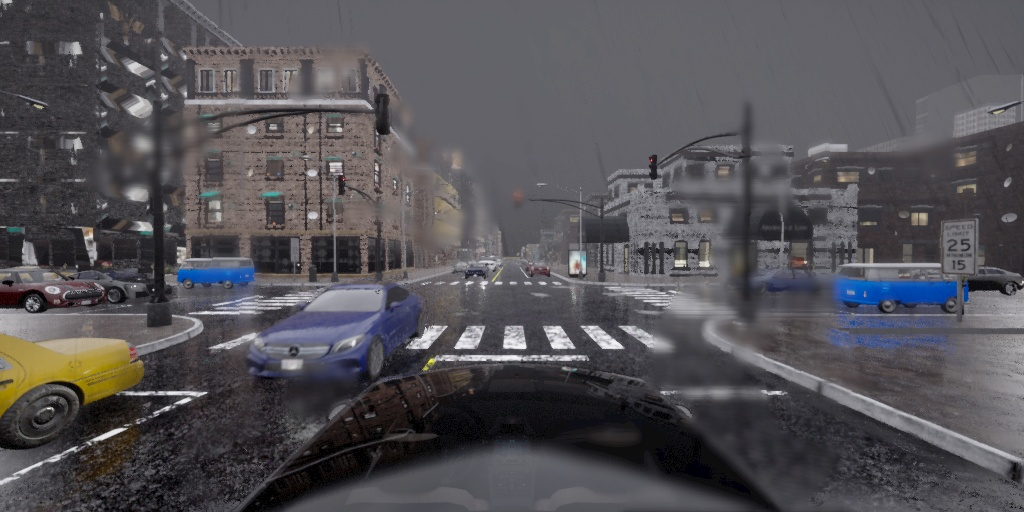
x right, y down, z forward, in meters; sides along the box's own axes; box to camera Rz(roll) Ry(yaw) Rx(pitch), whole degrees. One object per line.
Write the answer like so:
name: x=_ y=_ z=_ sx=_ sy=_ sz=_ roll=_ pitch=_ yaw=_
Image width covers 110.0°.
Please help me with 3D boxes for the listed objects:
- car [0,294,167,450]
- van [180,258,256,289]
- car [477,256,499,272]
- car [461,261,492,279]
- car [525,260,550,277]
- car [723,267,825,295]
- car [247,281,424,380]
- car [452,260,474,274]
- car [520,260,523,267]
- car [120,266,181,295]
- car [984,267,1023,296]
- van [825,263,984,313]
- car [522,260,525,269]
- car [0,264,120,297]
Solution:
car: x=-5.692 y=1.275 z=2.573 sx=1.751 sy=1.417 sz=4.829 roll=0 pitch=0 yaw=0
van: x=-17.793 y=1.030 z=21.632 sx=3.998 sy=1.789 sz=1.690 roll=0 pitch=0 yaw=-1
car: x=-3.162 y=0.980 z=45.891 sx=2.150 sy=2.045 sz=5.566 roll=0 pitch=1 yaw=0
car: x=-3.144 y=1.355 z=32.813 sx=1.895 sy=1.301 sz=4.718 roll=0 pitch=0 yaw=0
car: x=2.643 y=1.195 z=35.222 sx=1.967 sy=1.591 sz=4.097 roll=0 pitch=0 yaw=0
car: x=14.485 y=1.320 z=19.324 sx=5.357 sy=1.411 sz=2.033 roll=0 pitch=0 yaw=-1
car: x=-3.108 y=1.274 z=7.401 sx=1.812 sy=1.442 sz=4.674 roll=0 pitch=0 yaw=0
car: x=-5.746 y=1.310 z=40.894 sx=2.007 sy=1.370 sz=4.403 roll=0 pitch=0 yaw=0
car: x=2.618 y=1.320 z=52.312 sx=2.007 sy=1.370 sz=4.403 roll=0 pitch=0 yaw=0
car: x=-17.753 y=1.295 z=15.835 sx=4.181 sy=1.385 sz=1.994 roll=0 pitch=0 yaw=-1
car: x=24.410 y=1.290 z=19.408 sx=4.902 sy=1.511 sz=2.128 roll=0 pitch=0 yaw=0
van: x=14.639 y=1.156 z=13.538 sx=3.998 sy=1.789 sz=1.690 roll=0 pitch=0 yaw=-1
car: x=2.626 y=1.347 z=46.615 sx=1.802 sy=1.307 sz=4.207 roll=0 pitch=0 yaw=0
car: x=-17.738 y=1.190 z=13.251 sx=4.097 sy=1.591 sz=1.967 roll=0 pitch=0 yaw=-1
